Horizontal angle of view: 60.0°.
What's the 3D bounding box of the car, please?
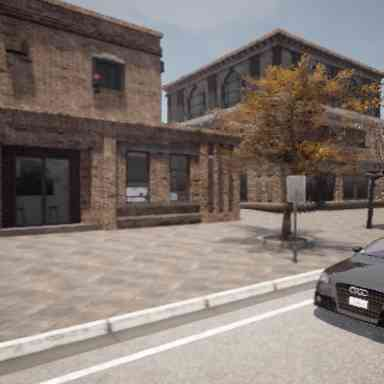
[{"bbox_3d":[4.248,1.563,6.408,4.181,1.385,1.994,0,0,-35],"label":"car"}]
